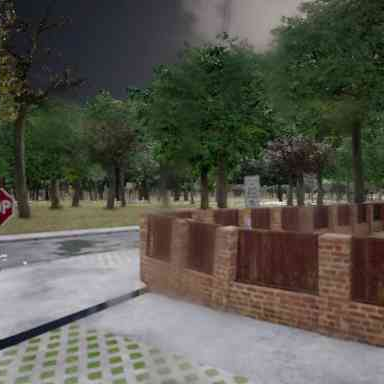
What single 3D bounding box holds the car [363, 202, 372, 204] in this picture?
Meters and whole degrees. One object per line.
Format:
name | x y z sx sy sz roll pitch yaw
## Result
car | 22.011 1.980 42.152 4.674 1.442 1.812 1 -1 -44
